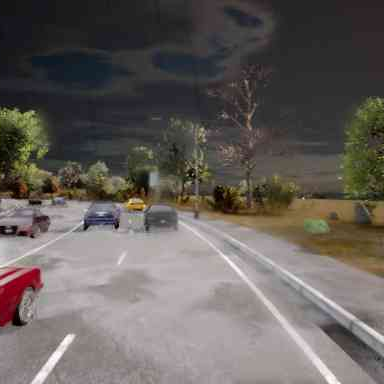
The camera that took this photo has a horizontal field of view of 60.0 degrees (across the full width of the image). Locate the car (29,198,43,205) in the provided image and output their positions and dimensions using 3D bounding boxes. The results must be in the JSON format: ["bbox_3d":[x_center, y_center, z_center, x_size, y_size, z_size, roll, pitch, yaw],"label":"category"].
[{"bbox_3d":[-26.503,1.648,56.320,1.895,1.301,4.718,0,0,-30],"label":"car"}]

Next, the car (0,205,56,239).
[{"bbox_3d":[-8.703,1.590,17.207,1.994,1.385,4.181,0,0,-9],"label":"car"}]

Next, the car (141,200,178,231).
[{"bbox_3d":[-2.049,1.488,20.985,1.882,1.535,5.008,0,0,-10],"label":"car"}]

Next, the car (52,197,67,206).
[{"bbox_3d":[-22.583,1.573,56.524,1.812,1.442,4.674,0,0,-29],"label":"car"}]

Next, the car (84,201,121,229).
[{"bbox_3d":[-5.798,1.371,21.876,2.097,1.767,4.553,0,0,-11],"label":"car"}]

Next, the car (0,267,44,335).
[{"bbox_3d":[-3.605,1.613,4.065,1.895,1.301,4.718,0,0,-2],"label":"car"}]

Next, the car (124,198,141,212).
[{"bbox_3d":[-6.734,1.503,38.763,1.882,1.535,5.008,0,0,-19],"label":"car"}]
